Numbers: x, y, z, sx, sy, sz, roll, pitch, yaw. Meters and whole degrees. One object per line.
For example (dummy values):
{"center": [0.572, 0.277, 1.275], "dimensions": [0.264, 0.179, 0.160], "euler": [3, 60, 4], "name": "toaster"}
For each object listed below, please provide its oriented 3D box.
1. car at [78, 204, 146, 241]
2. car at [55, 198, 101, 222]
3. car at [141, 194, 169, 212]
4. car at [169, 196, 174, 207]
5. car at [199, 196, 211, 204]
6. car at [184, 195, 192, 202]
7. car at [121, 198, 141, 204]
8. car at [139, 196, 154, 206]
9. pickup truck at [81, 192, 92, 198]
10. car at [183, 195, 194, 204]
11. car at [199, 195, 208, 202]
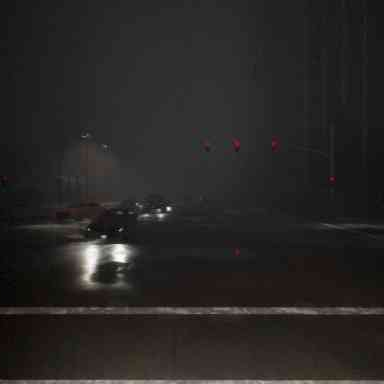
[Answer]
{"center": [-3.843, 1.547, 17.024], "dimensions": [2.033, 1.411, 5.357], "euler": [0, 0, -1], "name": "car"}
{"center": [-8.715, 1.477, 26.448], "dimensions": [1.882, 1.535, 5.008], "euler": [1, 0, 17], "name": "car"}
{"center": [-4.179, 1.222, 38.533], "dimensions": [2.150, 2.045, 5.566], "euler": [0, 0, -1], "name": "car"}
{"center": [-4.309, 1.600, 52.325], "dimensions": [1.895, 1.301, 4.718], "euler": [0, 0, -1], "name": "car"}
{"center": [2.760, 1.491, 64.828], "dimensions": [2.128, 1.511, 4.902], "euler": [0, 0, -1], "name": "car"}
{"center": [-0.944, 1.478, 75.417], "dimensions": [1.882, 1.535, 5.008], "euler": [0, 0, -1], "name": "car"}
{"center": [-7.712, 1.492, 41.706], "dimensions": [2.128, 1.511, 4.902], "euler": [0, 0, -1], "name": "car"}
{"center": [-7.847, 1.477, 57.588], "dimensions": [1.882, 1.535, 5.008], "euler": [0, 0, 0], "name": "car"}
{"center": [-20.915, 1.059, 60.050], "dimensions": [2.390, 2.098, 6.274], "euler": [0, 0, 30], "name": "pickup truck"}
{"center": [-0.746, 1.352, 65.413], "dimensions": [2.097, 1.767, 4.553], "euler": [0, 0, -1], "name": "car"}
{"center": [2.559, 1.524, 75.212], "dimensions": [1.812, 1.442, 4.674], "euler": [0, 0, -1], "name": "car"}
